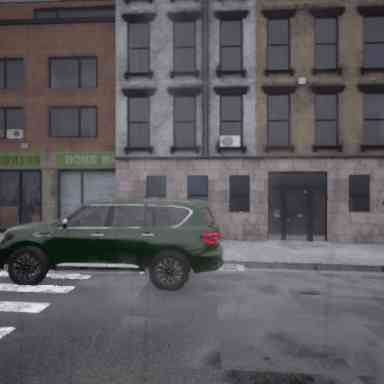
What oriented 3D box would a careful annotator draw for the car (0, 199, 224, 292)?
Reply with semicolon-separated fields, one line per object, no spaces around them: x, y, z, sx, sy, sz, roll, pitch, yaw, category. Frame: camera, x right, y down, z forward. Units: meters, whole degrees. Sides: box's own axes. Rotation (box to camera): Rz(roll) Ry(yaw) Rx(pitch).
-1.965;1.182;8.528;5.566;2.045;2.150;1;0;3;car
